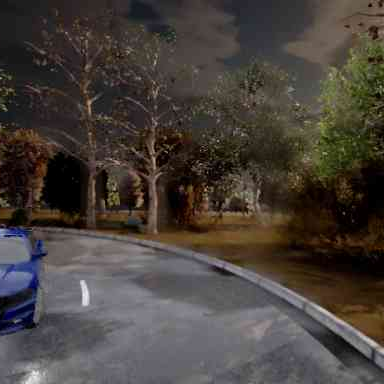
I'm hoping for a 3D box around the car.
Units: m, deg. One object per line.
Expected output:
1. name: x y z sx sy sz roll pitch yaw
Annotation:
1. car: -4.101 1.531 6.857 1.882 1.535 5.008 2 -1 -23
